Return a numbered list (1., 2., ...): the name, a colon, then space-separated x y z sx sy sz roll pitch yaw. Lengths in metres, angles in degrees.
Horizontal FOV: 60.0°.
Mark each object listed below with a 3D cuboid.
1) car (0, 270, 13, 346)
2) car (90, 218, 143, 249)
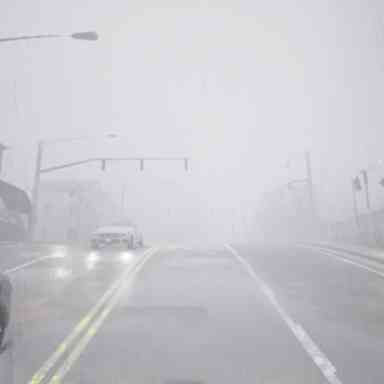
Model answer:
1. car: -3.576 1.517 2.997 1.837 1.490 4.892 0 0 0
2. car: -3.561 2.003 16.541 1.812 1.442 4.674 0 -6 0
